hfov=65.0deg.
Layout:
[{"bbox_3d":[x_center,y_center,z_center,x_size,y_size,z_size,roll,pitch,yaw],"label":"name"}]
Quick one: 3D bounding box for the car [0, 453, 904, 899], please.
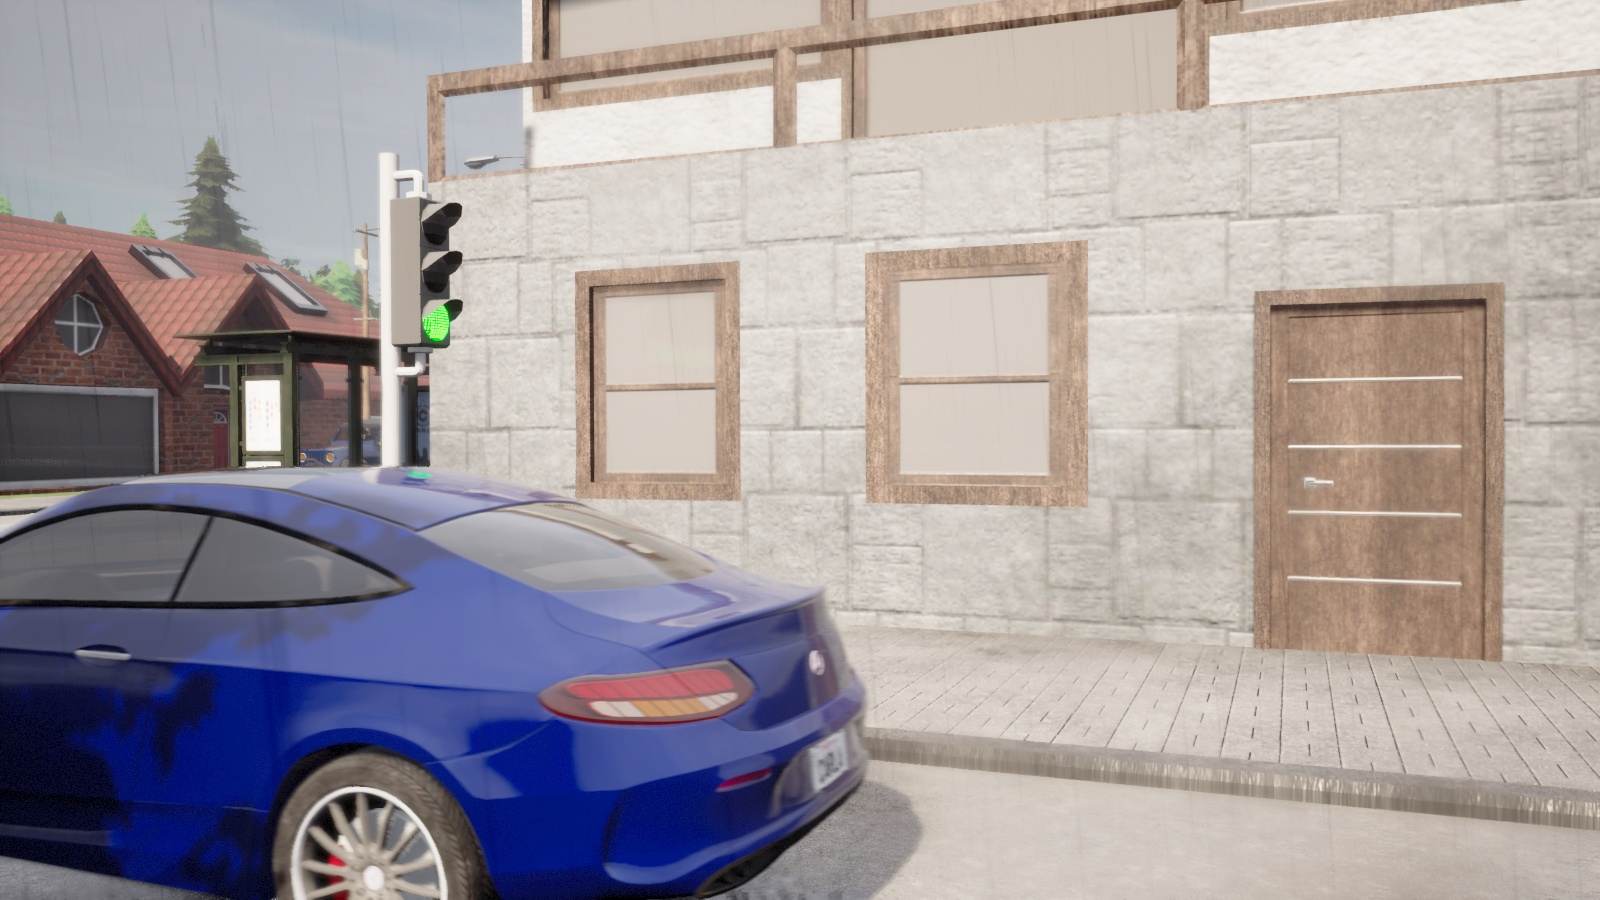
[{"bbox_3d":[-2.119,0.768,4.747,4.674,1.442,1.812,1,1,21],"label":"car"}]
